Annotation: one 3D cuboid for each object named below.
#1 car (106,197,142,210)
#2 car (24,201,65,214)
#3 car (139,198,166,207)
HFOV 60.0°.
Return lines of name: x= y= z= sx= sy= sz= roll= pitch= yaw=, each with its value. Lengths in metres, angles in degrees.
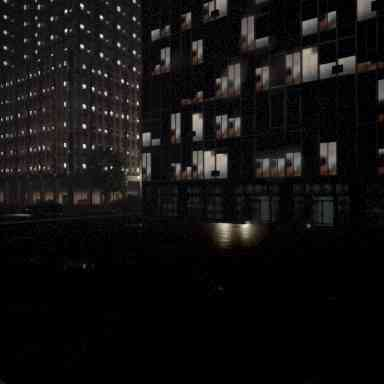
car: x=-9.636 y=1.755 z=46.312 sx=1.895 sy=1.301 sz=4.718 roll=0 pitch=0 yaw=35
car: x=-16.244 y=1.671 z=36.731 sx=1.994 sy=1.385 sz=4.181 roll=0 pitch=0 yaw=34
car: x=-6.531 y=1.762 z=55.404 sx=1.947 sy=1.339 sz=4.313 roll=0 pitch=0 yaw=35
